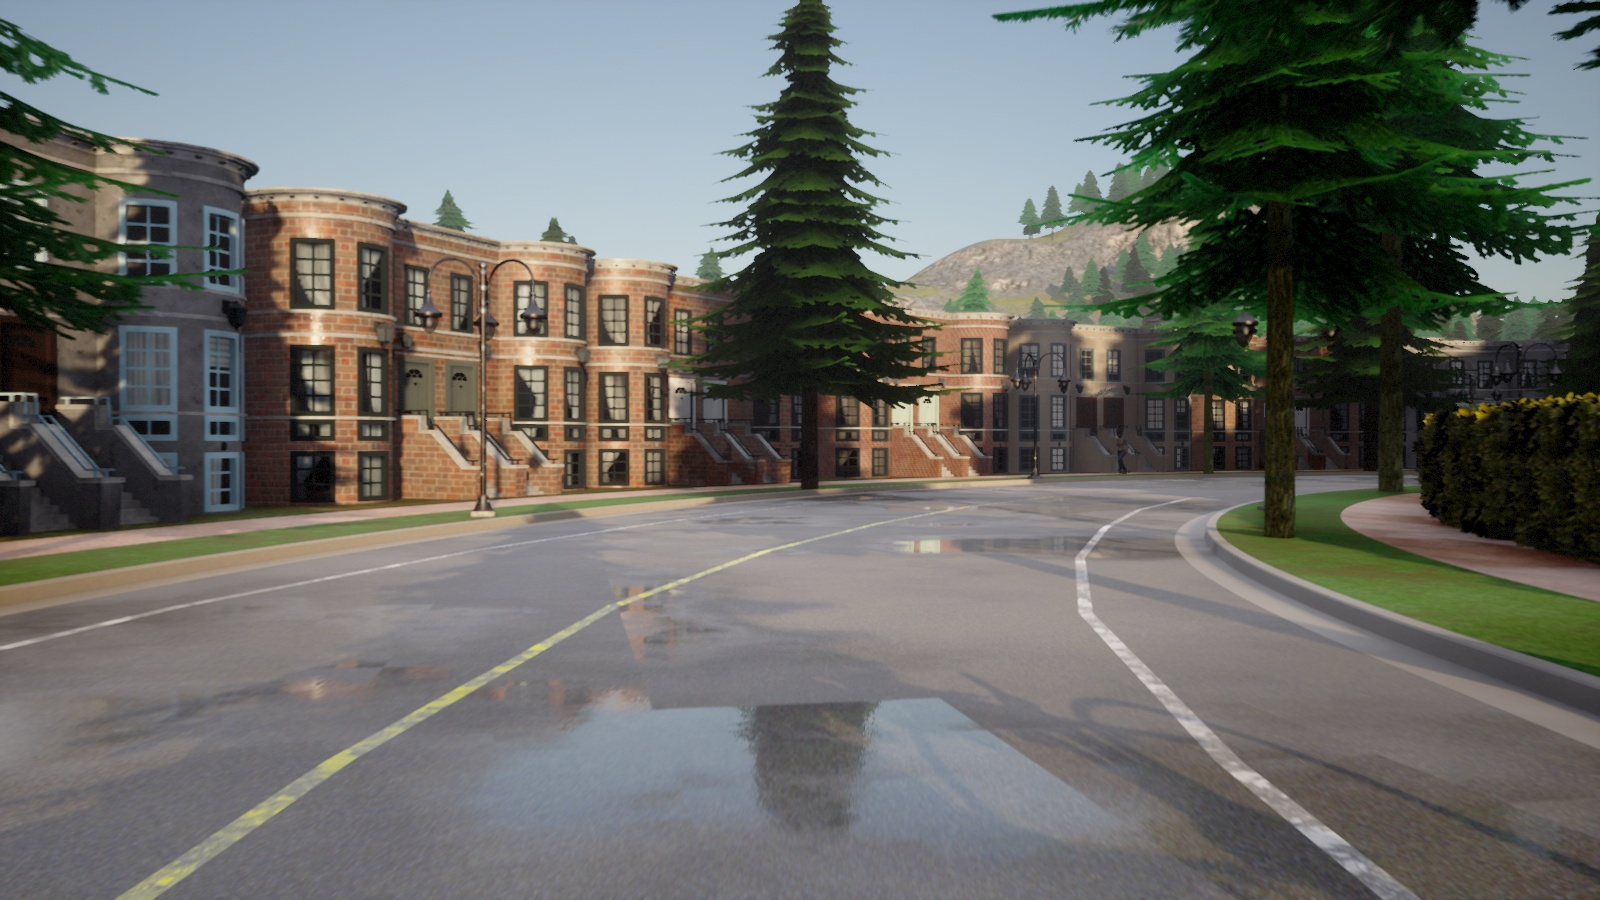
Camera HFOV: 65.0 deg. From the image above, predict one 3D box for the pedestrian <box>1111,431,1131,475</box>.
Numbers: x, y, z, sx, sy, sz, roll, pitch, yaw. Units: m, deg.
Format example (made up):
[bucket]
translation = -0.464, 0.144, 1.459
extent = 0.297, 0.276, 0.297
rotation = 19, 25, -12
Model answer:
[pedestrian]
translation = 13.402, 0.121, 52.477
extent = 0.869, 1.805, 0.328
rotation = 0, 0, -36
